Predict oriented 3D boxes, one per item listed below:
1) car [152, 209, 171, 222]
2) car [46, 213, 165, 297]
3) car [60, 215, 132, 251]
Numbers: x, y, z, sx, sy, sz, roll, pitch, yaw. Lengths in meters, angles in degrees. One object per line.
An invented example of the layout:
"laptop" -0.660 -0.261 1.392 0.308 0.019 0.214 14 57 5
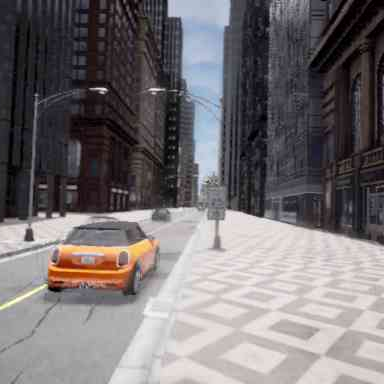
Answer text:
"car" -3.686 2.795 40.231 1.882 1.535 5.008 2 -2 4
"car" -2.240 1.636 9.641 2.097 1.767 4.553 2 -2 3
"car" -4.912 2.045 17.975 2.033 1.411 5.357 2 -2 3
